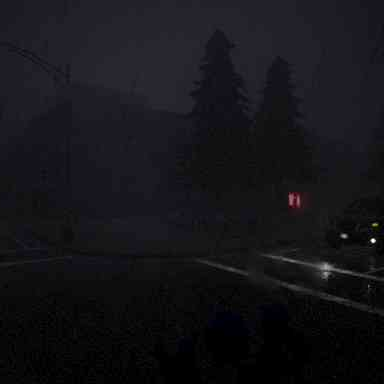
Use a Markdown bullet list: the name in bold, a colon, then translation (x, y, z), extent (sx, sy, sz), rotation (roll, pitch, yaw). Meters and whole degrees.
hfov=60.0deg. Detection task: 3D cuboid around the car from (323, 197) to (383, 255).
- **car**: translation (7.745, 1.248, 13.719), extent (5.566, 2.045, 2.150), rotation (0, 0, -36)
